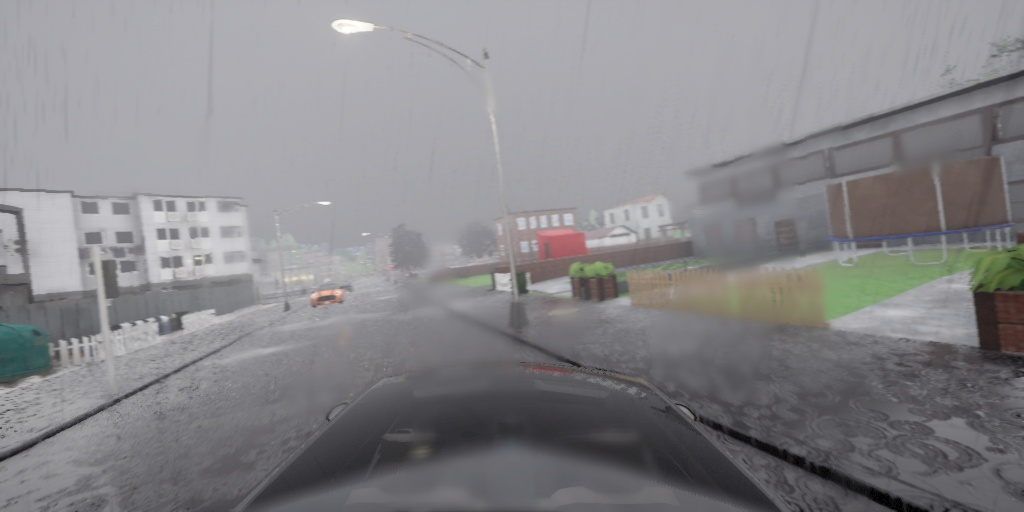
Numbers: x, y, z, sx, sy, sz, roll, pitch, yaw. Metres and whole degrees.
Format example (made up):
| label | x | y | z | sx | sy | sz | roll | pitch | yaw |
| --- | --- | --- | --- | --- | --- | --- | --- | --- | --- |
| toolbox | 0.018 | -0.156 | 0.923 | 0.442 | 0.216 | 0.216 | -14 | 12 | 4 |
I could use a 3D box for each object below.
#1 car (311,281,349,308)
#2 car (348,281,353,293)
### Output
| label | x | y | z | sx | sy | sz | roll | pitch | yaw |
| --- | --- | --- | --- | --- | --- | --- | --- | --- | --- |
| car | -14.576 | 2.982 | 28.541 | 2.097 | 1.767 | 4.553 | -7 | 0 | -22 |
| car | -20.599 | 3.818 | 43.900 | 1.895 | 1.301 | 4.718 | -7 | 0 | -22 |
